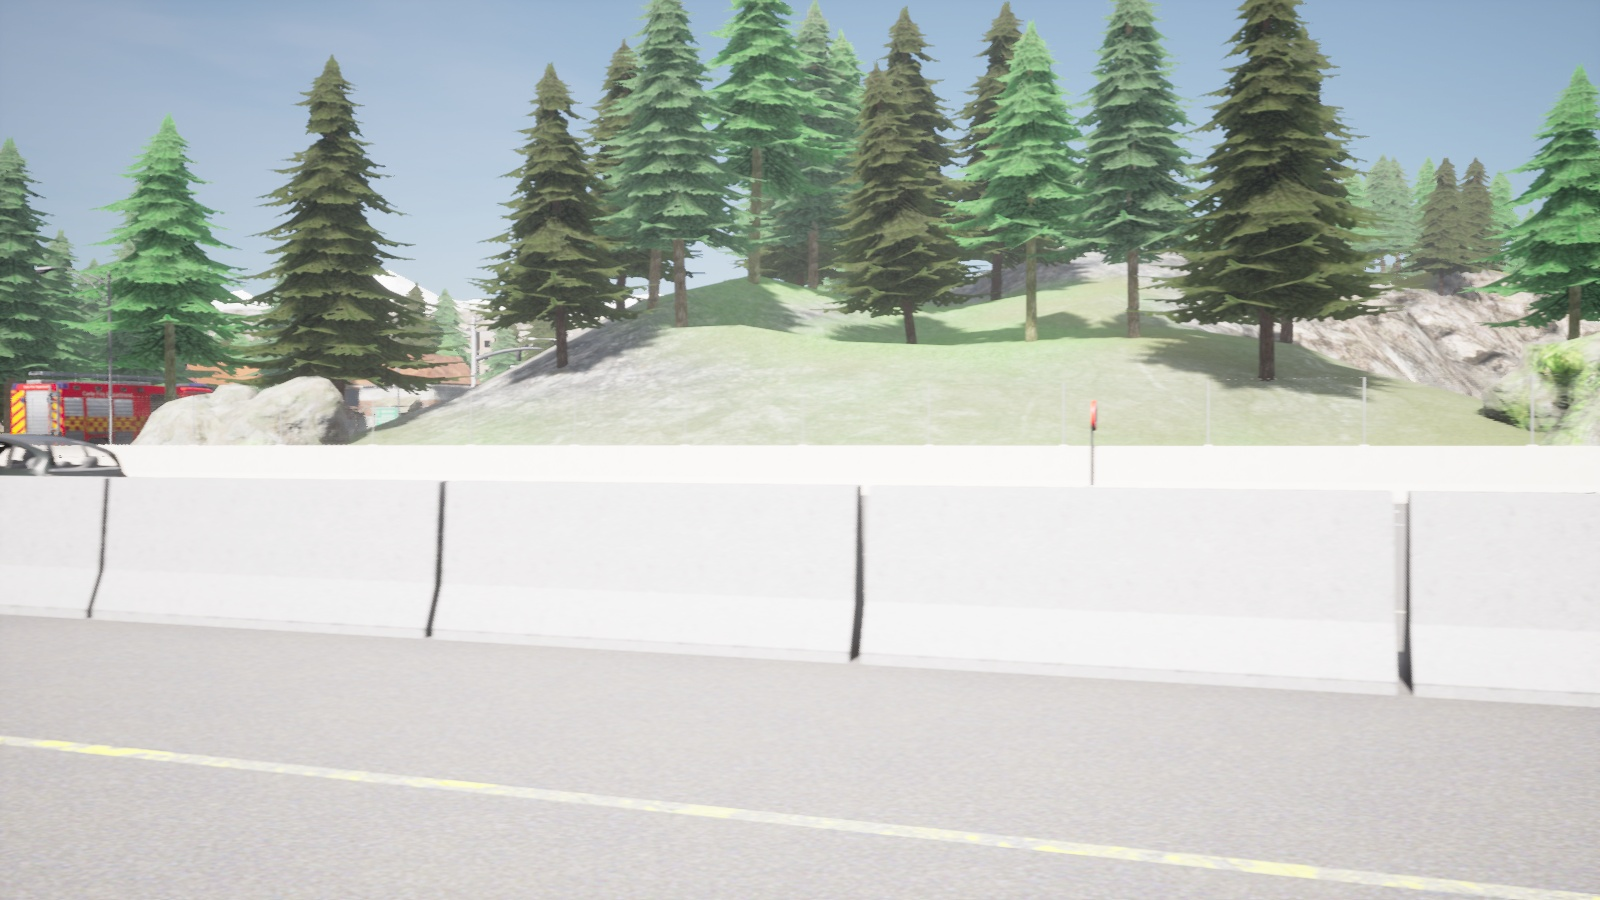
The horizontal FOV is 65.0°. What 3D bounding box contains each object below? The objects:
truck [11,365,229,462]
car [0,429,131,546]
[{"bbox_3d":[-28.815,-1.504,53.768,2.891,3.827,8.468,1,1,19],"label":"truck"},{"bbox_3d":[-11.914,0.470,18.278,3.705,1.549,1.789,1,1,19],"label":"car"}]
